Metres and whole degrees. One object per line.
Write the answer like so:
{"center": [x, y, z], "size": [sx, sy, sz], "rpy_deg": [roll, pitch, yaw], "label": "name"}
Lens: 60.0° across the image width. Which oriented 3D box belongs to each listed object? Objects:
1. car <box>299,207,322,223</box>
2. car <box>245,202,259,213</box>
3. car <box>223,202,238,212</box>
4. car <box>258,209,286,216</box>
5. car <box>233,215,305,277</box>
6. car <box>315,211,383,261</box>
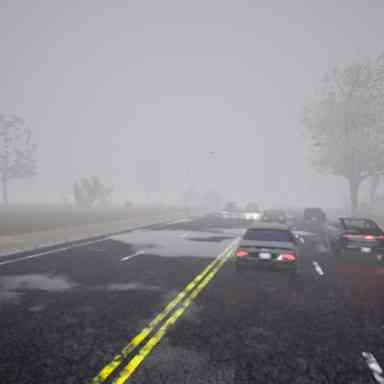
{"center": [10.739, 2.087, 29.802], "size": [1.882, 1.535, 5.008], "rpy_deg": [1, -1, 15], "label": "car"}
{"center": [9.200, 2.327, 50.601], "size": [2.128, 1.511, 4.902], "rpy_deg": [1, -1, 15], "label": "car"}
{"center": [6.058, 2.288, 51.430], "size": [1.837, 1.490, 4.892], "rpy_deg": [1, 0, 15], "label": "car"}
{"center": [6.847, 2.107, 27.785], "size": [1.895, 1.301, 4.718], "rpy_deg": [1, -1, 15], "label": "car"}
{"center": [2.537, 1.749, 11.078], "size": [2.033, 1.411, 5.357], "rpy_deg": [1, -1, 15], "label": "car"}
{"center": [6.619, 1.812, 13.804], "size": [2.128, 1.511, 4.902], "rpy_deg": [1, -1, 15], "label": "car"}
